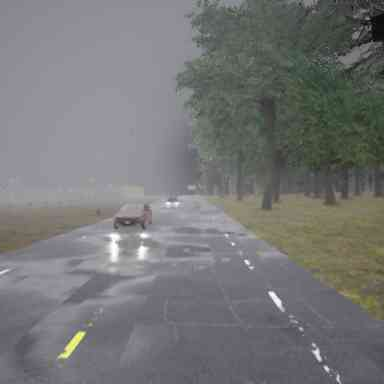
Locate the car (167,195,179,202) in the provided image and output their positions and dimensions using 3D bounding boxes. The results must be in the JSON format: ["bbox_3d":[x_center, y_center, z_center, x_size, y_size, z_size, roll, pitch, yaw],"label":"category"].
[{"bbox_3d":[-3.533,1.248,61.933,1.895,1.301,4.718,0,1,1],"label":"car"}]

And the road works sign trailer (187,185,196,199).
[{"bbox_3d":[-0.006,-0.091,88.196,2.380,3.560,2.880,0,0,1],"label":"road works sign trailer"}]

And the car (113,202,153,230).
[{"bbox_3d":[-3.600,1.415,21.032,1.882,1.535,5.008,0,0,0],"label":"car"}]
